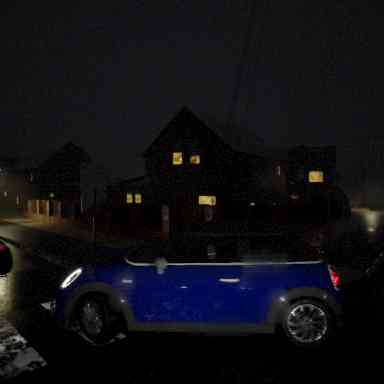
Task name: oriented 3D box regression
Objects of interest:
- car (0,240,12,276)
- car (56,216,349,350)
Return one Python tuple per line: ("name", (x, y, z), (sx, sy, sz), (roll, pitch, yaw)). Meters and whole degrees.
("car", (-6.659, 1.585, 9.309), (4.181, 1.385, 1.994), (-1, 1, 45))
("car", (0.085, 1.308, 5.753), (4.553, 1.767, 2.097), (-1, 0, 5))
